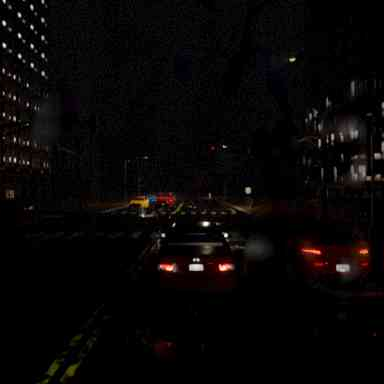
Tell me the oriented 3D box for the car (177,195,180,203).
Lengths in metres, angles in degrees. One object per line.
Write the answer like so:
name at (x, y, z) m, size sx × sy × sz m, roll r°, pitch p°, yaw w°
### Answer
car at (-3.446, 1.313, 59.439) m, size 2.128 × 1.511 × 4.902 m, roll 0°, pitch 0°, yaw 0°

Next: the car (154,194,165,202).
car at (-6.762, 1.257, 69.714) m, size 1.882 × 1.535 × 5.008 m, roll 0°, pitch 0°, yaw -1°

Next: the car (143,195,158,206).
car at (-6.710, 1.319, 54.424) m, size 1.882 × 1.535 × 5.008 m, roll 0°, pitch 1°, yaw 0°

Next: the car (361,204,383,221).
car at (16.053, 1.566, 26.952) m, size 4.181 × 1.385 × 1.994 m, roll 0°, pitch 1°, yaw 1°

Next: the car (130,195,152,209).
car at (-6.691, 1.364, 42.455) m, size 1.882 × 1.535 × 5.008 m, roll 0°, pitch 0°, yaw 0°

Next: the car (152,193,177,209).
car at (-3.439, 1.107, 42.502) m, size 2.150 × 2.045 × 5.566 m, roll 0°, pitch 0°, yaw 0°

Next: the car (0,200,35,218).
car at (-15.923, 1.402, 27.491) m, size 5.357 × 1.411 × 2.033 m, roll 0°, pitch 1°, yaw 0°

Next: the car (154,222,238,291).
car at (0.079, 1.527, 9.055) m, size 2.033 × 1.411 × 5.357 m, roll 0°, pitch 0°, yaw 0°

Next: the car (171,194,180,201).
car at (-3.674, 1.284, 75.013) m, size 2.033 × 1.411 × 5.357 m, roll 0°, pitch 0°, yaw -2°

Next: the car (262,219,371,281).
car at (3.327, 1.504, 9.643) m, size 1.812 × 1.442 × 4.674 m, roll 0°, pitch 0°, yaw 0°
